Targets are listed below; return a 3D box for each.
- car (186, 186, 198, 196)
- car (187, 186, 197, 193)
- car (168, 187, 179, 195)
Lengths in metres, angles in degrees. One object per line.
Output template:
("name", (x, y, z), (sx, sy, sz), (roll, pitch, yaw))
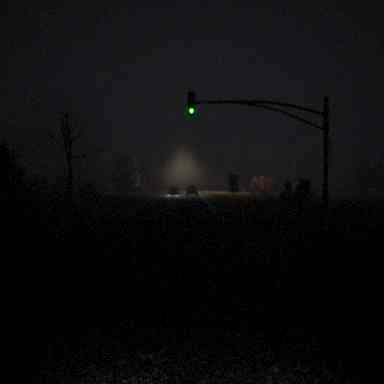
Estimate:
("car", (-0.004, -0.271, 59.654), (2.097, 1.767, 4.553), (0, 2, 0))
("car", (-0.005, -0.554, 69.685), (1.837, 1.490, 4.892), (0, 1, 0))
("car", (-3.505, -0.224, 63.857), (1.837, 1.490, 4.892), (0, 2, 0))
